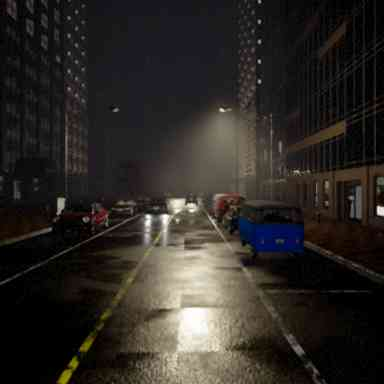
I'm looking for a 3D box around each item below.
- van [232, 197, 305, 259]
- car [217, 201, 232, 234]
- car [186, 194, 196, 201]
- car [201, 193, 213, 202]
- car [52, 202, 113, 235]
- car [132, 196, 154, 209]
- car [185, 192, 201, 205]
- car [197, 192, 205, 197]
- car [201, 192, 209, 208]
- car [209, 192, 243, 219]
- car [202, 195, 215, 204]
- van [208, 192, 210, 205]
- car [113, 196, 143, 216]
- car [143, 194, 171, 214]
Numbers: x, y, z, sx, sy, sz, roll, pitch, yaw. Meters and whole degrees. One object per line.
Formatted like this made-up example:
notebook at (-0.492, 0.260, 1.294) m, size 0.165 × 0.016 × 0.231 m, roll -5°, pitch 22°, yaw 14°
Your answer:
van at (2.656, 1.231, 11.894) m, size 1.690 × 1.788 × 3.998 m, roll 1°, pitch 1°, yaw 0°
car at (2.633, 1.388, 17.538) m, size 2.008 × 1.369 × 4.403 m, roll 1°, pitch 1°, yaw 0°
car at (-0.140, 0.992, 64.841) m, size 1.895 × 1.301 × 4.718 m, roll 0°, pitch 1°, yaw 0°
car at (2.487, 0.989, 57.195) m, size 1.752 × 1.417 × 4.829 m, roll 1°, pitch 1°, yaw 0°
car at (-5.746, 1.279, 17.477) m, size 1.967 × 1.590 × 4.097 m, roll 1°, pitch 1°, yaw 0°
car at (-5.831, 1.178, 40.048) m, size 2.008 × 1.369 × 4.403 m, roll 1°, pitch 1°, yaw 0°
car at (-0.077, 1.100, 47.893) m, size 2.033 × 1.411 × 5.357 m, roll 0°, pitch 1°, yaw 0°
car at (2.362, 0.688, 90.872) m, size 2.008 × 1.369 × 4.403 m, roll 1°, pitch 1°, yaw 0°
car at (2.552, 0.941, 40.100) m, size 2.192 × 1.841 × 5.009 m, roll 1°, pitch 1°, yaw 0°
car at (2.615, 1.100, 23.177) m, size 2.192 × 1.841 × 5.009 m, roll 1°, pitch 1°, yaw 0°
car at (2.508, 1.101, 51.385) m, size 1.802 × 1.307 × 4.206 m, roll 1°, pitch 1°, yaw 0°
van at (2.594, 1.073, 28.818) m, size 1.690 × 1.788 × 3.998 m, roll 1°, pitch 1°, yaw 0°
car at (-5.789, 1.284, 28.763) m, size 2.008 × 1.369 × 4.403 m, roll 1°, pitch 1°, yaw 0°
car at (-3.127, 1.217, 31.357) m, size 1.837 × 1.490 × 4.892 m, roll 0°, pitch 0°, yaw 0°
